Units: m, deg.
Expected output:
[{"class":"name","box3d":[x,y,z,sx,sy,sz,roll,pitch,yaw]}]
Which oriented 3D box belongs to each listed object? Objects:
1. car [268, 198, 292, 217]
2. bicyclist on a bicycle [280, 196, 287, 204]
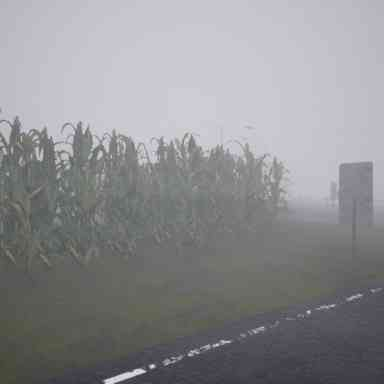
[{"class":"car","box3d":[6.158,1.230,28.268,1.882,1.535,5.008,1,0,-36]},{"class":"bicyclist on a bicycle","box3d":[9.327,1.246,34.080,1.656,1.620,0.582,-1,1,-36]}]
